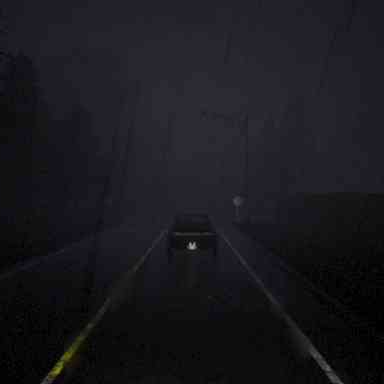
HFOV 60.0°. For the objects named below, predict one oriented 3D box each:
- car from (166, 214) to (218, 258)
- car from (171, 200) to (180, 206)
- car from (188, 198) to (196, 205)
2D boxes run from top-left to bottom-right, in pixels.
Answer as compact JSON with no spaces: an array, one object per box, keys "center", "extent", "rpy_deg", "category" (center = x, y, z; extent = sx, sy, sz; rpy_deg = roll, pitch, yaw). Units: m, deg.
[{"center":[0.022,1.645,13.483],"extent":[2.128,1.511,4.902],"rpy_deg":[0,0,0],"category":"car"},{"center":[-3.497,2.341,71.549],"extent":[2.033,1.411,5.357],"rpy_deg":[0,-1,0],"category":"car"},{"center":[0.003,2.219,78.479],"extent":[2.128,1.511,4.902],"rpy_deg":[0,-1,0],"category":"car"}]
